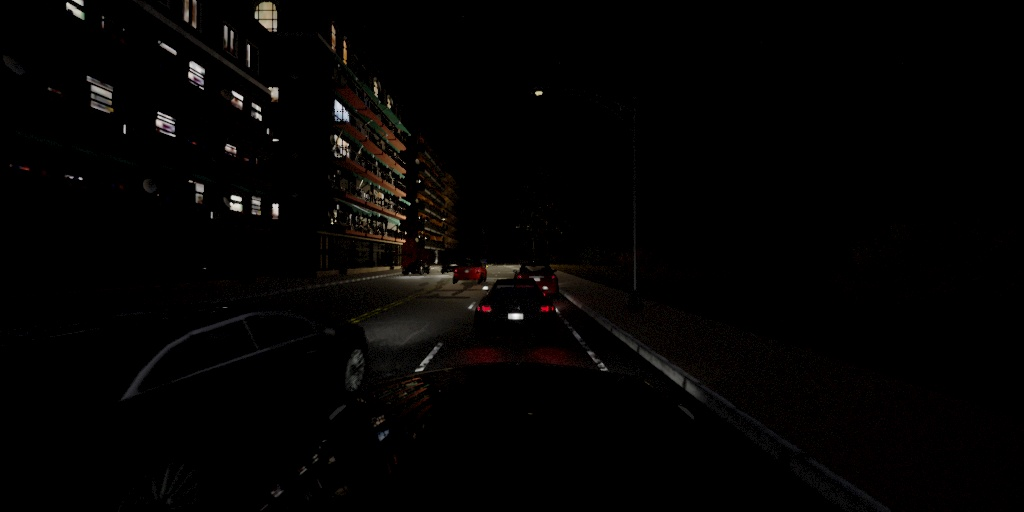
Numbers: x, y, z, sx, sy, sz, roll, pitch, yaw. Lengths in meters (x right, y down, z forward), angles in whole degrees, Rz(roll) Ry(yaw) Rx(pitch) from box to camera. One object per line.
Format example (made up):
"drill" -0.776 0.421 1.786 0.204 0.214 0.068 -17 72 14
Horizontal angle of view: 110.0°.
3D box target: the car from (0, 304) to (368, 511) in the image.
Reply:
"car" -3.153 1.240 3.683 2.128 1.511 4.902 0 0 0

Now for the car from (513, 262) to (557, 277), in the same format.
"car" 1.144 1.100 18.563 2.097 1.767 4.553 0 0 0

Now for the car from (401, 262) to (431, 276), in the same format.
"car" -9.838 1.294 37.263 2.033 1.411 5.357 0 0 0

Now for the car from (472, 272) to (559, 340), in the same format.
"car" 0.097 1.314 9.983 1.994 1.385 4.181 0 0 0

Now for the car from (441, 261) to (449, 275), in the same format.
"car" -6.585 1.251 39.525 1.837 1.490 4.892 0 0 0

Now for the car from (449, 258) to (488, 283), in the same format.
"car" -3.141 1.100 27.578 2.097 1.767 4.553 0 0 1
